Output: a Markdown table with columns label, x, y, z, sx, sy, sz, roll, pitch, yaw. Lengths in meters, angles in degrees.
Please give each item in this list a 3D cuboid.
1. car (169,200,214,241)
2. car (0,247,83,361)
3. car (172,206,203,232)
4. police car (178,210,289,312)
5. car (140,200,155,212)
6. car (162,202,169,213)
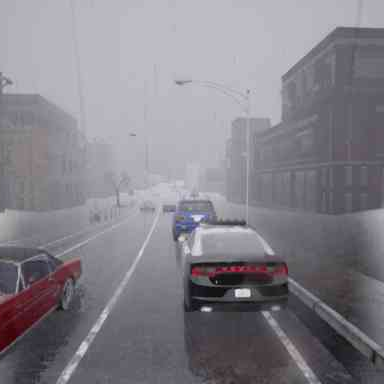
| label | x | y | z | sx | sy | sz | roll | pitch | yaw |
| --- | --- | --- | --- | --- | --- | --- | --- | --- | --- |
| car | 0.048 | 1.433 | 17.985 | 2.150 | 2.045 | 5.566 | 0 | -1 | -5 |
| car | -3.239 | 1.618 | 5.021 | 1.895 | 1.301 | 4.718 | 0 | 0 | -2 |
| car | -0.433 | 1.851 | 23.954 | 1.882 | 1.535 | 5.008 | 0 | -2 | -5 |
| police car | 0.708 | 1.464 | 7.981 | 1.930 | 1.638 | 5.238 | 0 | -1 | -3 |
| car | -6.425 | 1.993 | 48.505 | 2.097 | 1.767 | 4.553 | 0 | 1 | -5 |
| car | -3.146 | 2.126 | 46.738 | 1.882 | 1.535 | 5.008 | 0 | 0 | -4 |
